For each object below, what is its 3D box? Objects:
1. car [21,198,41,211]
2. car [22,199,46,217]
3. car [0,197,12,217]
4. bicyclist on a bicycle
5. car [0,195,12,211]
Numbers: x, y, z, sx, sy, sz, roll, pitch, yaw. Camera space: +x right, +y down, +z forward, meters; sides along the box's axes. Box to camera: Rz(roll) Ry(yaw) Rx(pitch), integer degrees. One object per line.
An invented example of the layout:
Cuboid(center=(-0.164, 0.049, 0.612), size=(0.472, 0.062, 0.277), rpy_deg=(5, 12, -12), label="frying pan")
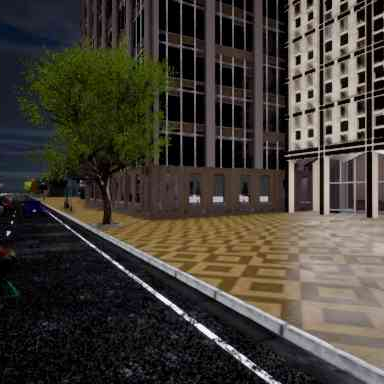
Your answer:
Cuboid(center=(-20.103, 1.545, 41.481), size=(2.033, 1.411, 5.357), rpy_deg=(0, 0, -27), label="car")
Cuboid(center=(-15.179, 1.525, 31.881), size=(1.812, 1.442, 4.674), rpy_deg=(0, 0, -27), label="car")
Cuboid(center=(-18.382, 1.491, 31.132), size=(2.128, 1.511, 4.902), rpy_deg=(0, 0, -27), label="car")
Cuboid(center=(-3.680, 1.453, 5.941), size=(1.656, 1.620, 0.582), rpy_deg=(-2, 1, -27), label="bicyclist on a bicycle")
Cuboid(center=(-23.929, 1.350, 41.923), size=(2.097, 1.767, 4.553), rpy_deg=(0, 0, -27), label="car")
